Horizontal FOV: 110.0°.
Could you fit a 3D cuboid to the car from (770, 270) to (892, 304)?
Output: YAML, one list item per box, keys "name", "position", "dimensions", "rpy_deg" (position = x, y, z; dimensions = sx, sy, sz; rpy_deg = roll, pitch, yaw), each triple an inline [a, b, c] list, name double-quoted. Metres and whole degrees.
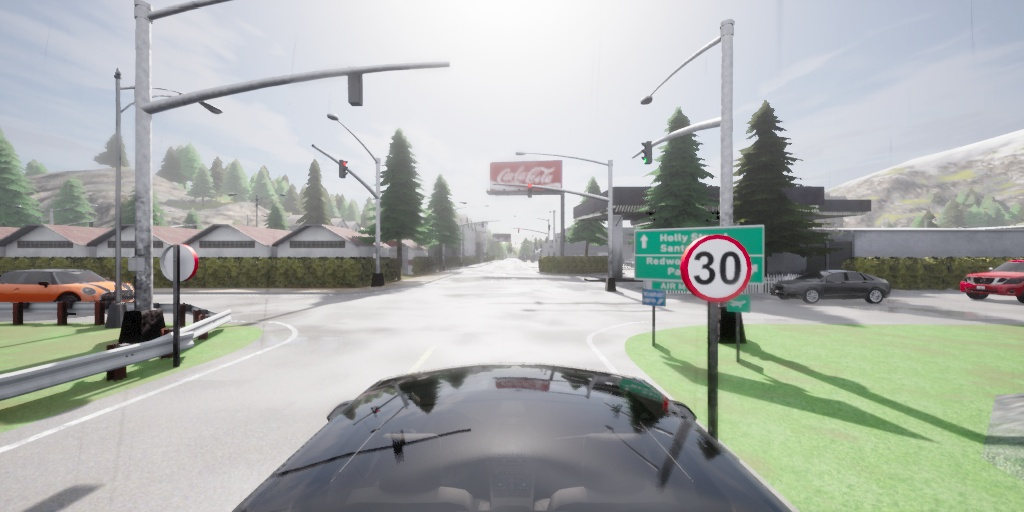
- name: "car"
  position: [15.207, 1.446, 17.262]
  dimensions: [4.892, 1.490, 1.837]
  rpy_deg: [0, 0, 1]

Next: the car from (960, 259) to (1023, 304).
- name: "car"
  position: [25.177, 1.163, 17.127]
  dimensions: [5.566, 2.045, 2.150]
  rpy_deg: [0, 0, 0]

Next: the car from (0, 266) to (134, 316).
- name: "car"
  position: [-17.419, 1.293, 14.003]
  dimensions: [4.553, 1.767, 2.097]
  rpy_deg: [0, 0, 1]
